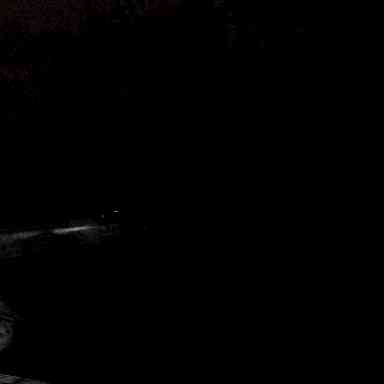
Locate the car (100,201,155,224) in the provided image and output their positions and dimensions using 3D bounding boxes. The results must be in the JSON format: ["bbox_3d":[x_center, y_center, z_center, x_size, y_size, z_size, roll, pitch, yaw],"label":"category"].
[{"bbox_3d":[-3.096,0.941,19.863,4.902,1.511,2.128,-4,2,-43],"label":"car"}]
